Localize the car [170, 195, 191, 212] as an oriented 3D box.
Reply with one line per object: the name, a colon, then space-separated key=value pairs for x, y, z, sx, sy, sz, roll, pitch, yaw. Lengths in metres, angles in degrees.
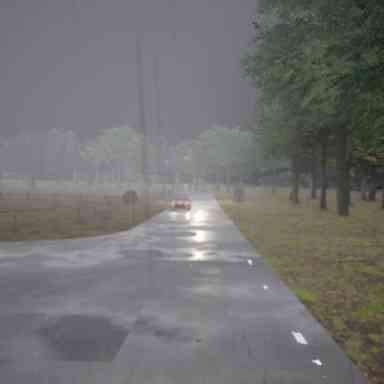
car: x=-1.180 y=1.182 z=36.763 sx=2.097 sy=1.767 sz=4.553 roll=0 pitch=1 yaw=2
